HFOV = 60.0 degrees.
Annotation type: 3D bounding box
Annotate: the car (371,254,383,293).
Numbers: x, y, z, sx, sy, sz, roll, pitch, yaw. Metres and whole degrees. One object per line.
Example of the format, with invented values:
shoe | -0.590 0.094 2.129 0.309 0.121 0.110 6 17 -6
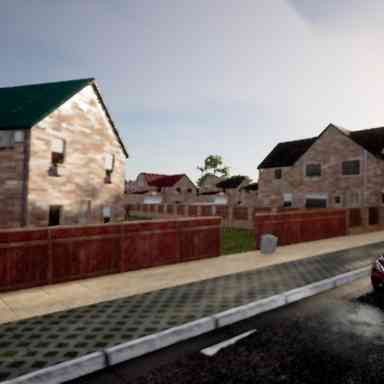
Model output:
car | 6.125 1.599 8.108 4.674 1.442 1.812 0 -1 -39
